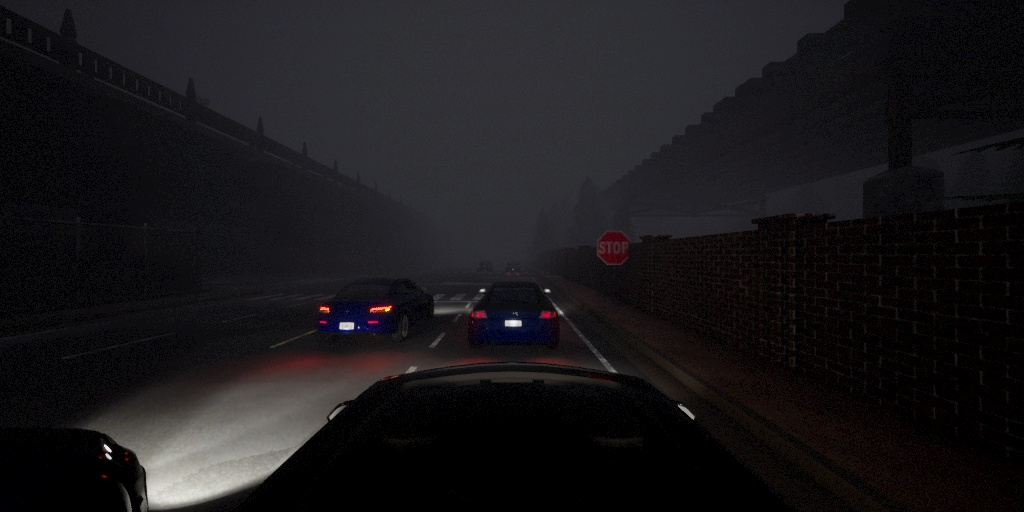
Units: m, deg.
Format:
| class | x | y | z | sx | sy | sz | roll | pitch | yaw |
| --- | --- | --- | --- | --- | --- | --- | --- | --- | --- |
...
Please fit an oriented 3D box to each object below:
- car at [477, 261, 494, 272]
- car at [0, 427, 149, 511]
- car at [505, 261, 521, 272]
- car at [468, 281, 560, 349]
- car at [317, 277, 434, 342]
| class | x | y | z | sx | sy | sz | roll | pitch | yaw |
| --- | --- | --- | --- | --- | --- | --- | --- | --- | --- |
| car | -3.391 | 1.297 | 45.828 | 2.033 | 1.411 | 5.357 | 0 | 0 | -1 |
| car | -3.398 | 1.314 | 0.595 | 1.994 | 1.385 | 4.181 | 0 | 0 | 0 |
| car | 0.104 | 1.351 | 45.987 | 1.895 | 1.301 | 4.718 | 0 | 0 | -1 |
| car | 0.070 | 1.314 | 9.169 | 1.994 | 1.385 | 4.181 | 0 | 0 | 1 |
| car | -3.411 | 1.276 | 9.691 | 1.812 | 1.442 | 4.674 | 0 | 0 | 0 |
